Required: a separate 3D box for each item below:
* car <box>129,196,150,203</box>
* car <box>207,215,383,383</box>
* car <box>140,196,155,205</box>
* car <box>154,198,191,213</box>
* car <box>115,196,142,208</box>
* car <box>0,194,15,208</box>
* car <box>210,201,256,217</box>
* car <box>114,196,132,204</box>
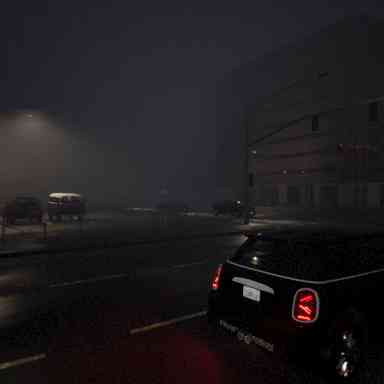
[{"bbox_3d":[-11.048,1.601,69.648,2.033,1.411,5.357,0,0,-35],"label":"car"},{"bbox_3d":[2.516,1.352,5.601,4.553,1.767,2.097,0,0,-35],"label":"car"},{"bbox_3d":[-9.025,1.581,60.795,1.812,1.442,4.674,0,0,-36],"label":"car"},{"bbox_3d":[-2.074,1.656,38.602,1.895,1.301,4.718,0,0,-35],"label":"car"},{"bbox_3d":[-9.757,1.656,49.429,1.895,1.301,4.718,0,0,-35],"label":"car"},{"bbox_3d":[-31.836,1.209,56.384,1.932,1.855,4.605,0,0,-35],"label":"car"},{"bbox_3d":[3.689,1.547,30.499,2.128,1.511,4.902,0,0,-35],"label":"car"},{"bbox_3d":[-14.084,1.619,67.913,1.994,1.385,4.181,0,0,-35],"label":"car"}]
